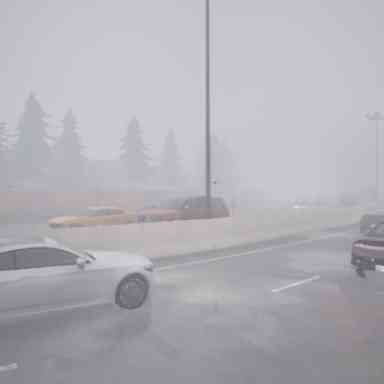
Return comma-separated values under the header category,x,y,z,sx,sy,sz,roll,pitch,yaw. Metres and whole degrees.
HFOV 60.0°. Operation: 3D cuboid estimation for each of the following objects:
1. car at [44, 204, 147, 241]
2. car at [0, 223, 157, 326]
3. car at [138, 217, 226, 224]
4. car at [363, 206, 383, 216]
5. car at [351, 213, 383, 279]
category,x,y,z,sx,sy,sz,roll,pitch,yaw
car,-5.100,1.528,18.012,5.008,1.535,1.882,0,0,-40
car,-2.899,1.550,6.150,4.674,1.442,1.812,0,0,-36
car,-0.394,1.248,17.412,5.566,2.045,2.150,0,0,-42
car,10.697,1.499,18.264,1.812,1.442,4.674,0,0,44
car,6.044,1.475,8.903,4.902,1.511,2.128,0,0,-41
